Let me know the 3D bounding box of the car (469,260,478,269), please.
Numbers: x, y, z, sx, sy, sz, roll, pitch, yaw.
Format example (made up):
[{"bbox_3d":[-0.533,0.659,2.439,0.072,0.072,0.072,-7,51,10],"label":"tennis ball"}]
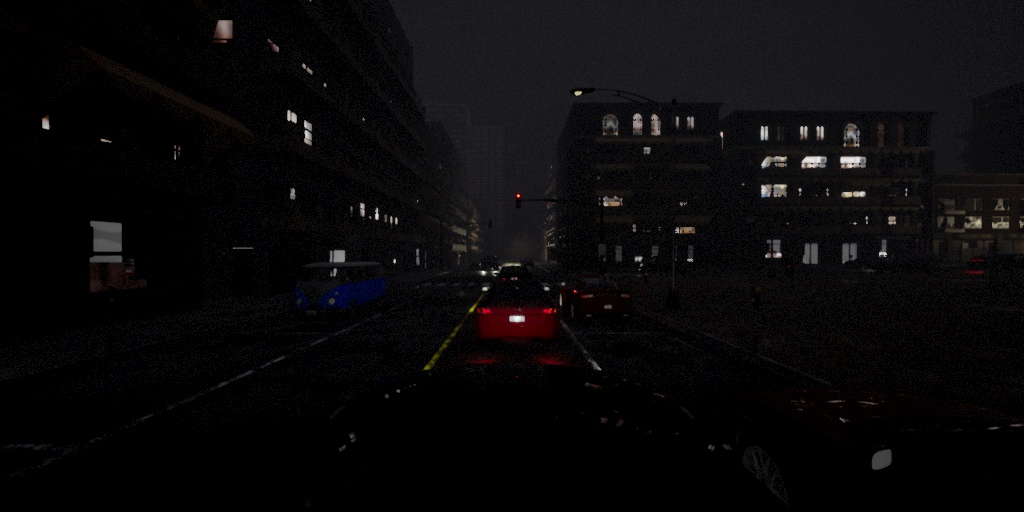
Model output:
[{"bbox_3d":[-5.648,1.283,55.738,2.007,1.370,4.403,0,0,0],"label":"car"}]

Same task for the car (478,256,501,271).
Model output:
[{"bbox_3d":[-3.050,0.951,49.930,2.150,2.045,5.566,0,0,0],"label":"car"}]

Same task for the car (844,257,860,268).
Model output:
[{"bbox_3d":[37.957,0.640,38.132,4.313,1.339,1.948,0,0,-1],"label":"car"}]

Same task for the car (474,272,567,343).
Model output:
[{"bbox_3d":[0.107,1.309,9.644,1.994,1.385,4.181,0,0,0],"label":"car"}]

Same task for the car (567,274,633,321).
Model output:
[{"bbox_3d":[2.697,1.288,12.255,1.888,1.381,4.507,0,0,0],"label":"car"}]

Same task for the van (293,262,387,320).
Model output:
[{"bbox_3d":[-5.684,1.084,12.262,1.690,1.789,3.998,0,0,0],"label":"van"}]

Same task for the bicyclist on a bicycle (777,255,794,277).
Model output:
[{"bbox_3d":[20.264,0.754,26.561,0.582,1.620,1.656,-1,0,-1],"label":"bicyclist on a bicycle"}]

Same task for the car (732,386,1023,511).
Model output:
[{"bbox_3d":[2.688,1.295,1.203,1.888,1.381,4.507,0,0,0],"label":"car"}]

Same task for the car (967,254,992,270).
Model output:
[{"bbox_3d":[44.419,0.530,32.475,4.892,1.490,1.837,-1,1,0],"label":"car"}]

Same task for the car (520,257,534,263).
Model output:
[{"bbox_3d":[2.737,1.173,61.253,1.967,1.591,4.097,0,0,0],"label":"car"}]

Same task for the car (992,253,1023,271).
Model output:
[{"bbox_3d":[43.637,0.611,29.826,4.403,1.370,2.007,0,0,-1],"label":"car"}]

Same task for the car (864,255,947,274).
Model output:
[{"bbox_3d":[32.499,0.785,29.678,4.403,1.370,2.007,0,0,-1],"label":"car"}]

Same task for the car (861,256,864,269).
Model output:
[{"bbox_3d":[38.504,0.637,35.526,5.357,1.411,2.033,-1,1,-1],"label":"car"}]

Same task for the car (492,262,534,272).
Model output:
[{"bbox_3d":[0.113,1.245,18.516,1.837,1.490,4.892,0,0,0],"label":"car"}]

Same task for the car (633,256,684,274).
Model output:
[{"bbox_3d":[14.318,0.822,35.221,4.553,1.767,2.097,-1,1,-1],"label":"car"}]
